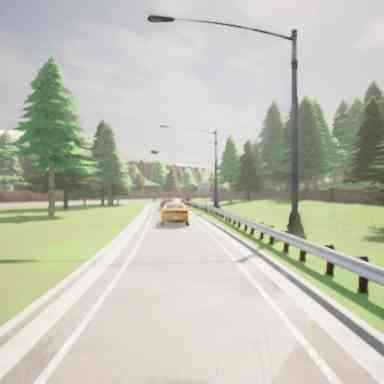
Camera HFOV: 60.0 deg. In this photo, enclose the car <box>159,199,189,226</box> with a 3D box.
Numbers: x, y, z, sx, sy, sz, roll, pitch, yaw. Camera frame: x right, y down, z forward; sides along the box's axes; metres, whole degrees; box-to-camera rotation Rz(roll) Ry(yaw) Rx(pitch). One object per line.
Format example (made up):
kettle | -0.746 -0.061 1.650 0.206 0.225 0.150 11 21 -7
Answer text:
car | -1.272 1.500 23.968 1.882 1.535 5.008 0 0 -5
